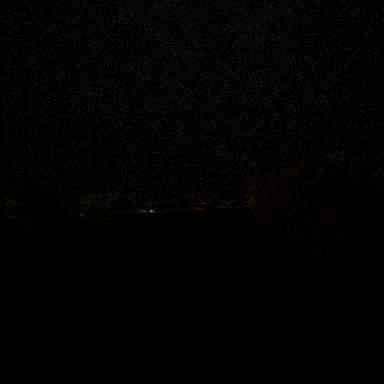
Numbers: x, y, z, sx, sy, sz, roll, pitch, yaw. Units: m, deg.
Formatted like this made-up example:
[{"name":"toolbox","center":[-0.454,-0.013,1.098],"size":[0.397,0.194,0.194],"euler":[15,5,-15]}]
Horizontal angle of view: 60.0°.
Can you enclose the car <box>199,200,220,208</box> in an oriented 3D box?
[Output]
[{"name":"car","center":[3.105,2.162,59.692],"size":[1.837,1.490,4.892],"euler":[-1,-1,36]}]

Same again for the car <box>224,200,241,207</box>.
[{"name":"car","center":[8.078,2.279,66.679],"size":[1.812,1.442,4.674],"euler":[-1,-1,36]}]

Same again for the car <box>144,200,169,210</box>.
[{"name":"car","center":[-5.665,2.125,53.706],"size":[1.837,1.490,4.892],"euler":[-1,-1,36]}]
